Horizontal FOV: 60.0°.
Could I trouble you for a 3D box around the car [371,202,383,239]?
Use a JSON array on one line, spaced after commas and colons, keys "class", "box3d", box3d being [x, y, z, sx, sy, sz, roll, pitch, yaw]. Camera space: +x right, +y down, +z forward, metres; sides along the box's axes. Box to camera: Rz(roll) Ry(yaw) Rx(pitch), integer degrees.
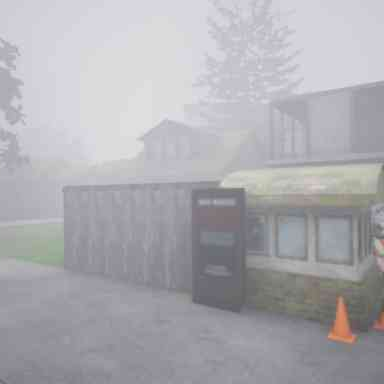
[{"class": "car", "box3d": [6.417, 0.990, 9.889, 3.866, 1.878, 1.905, 0, 0, -20]}]
